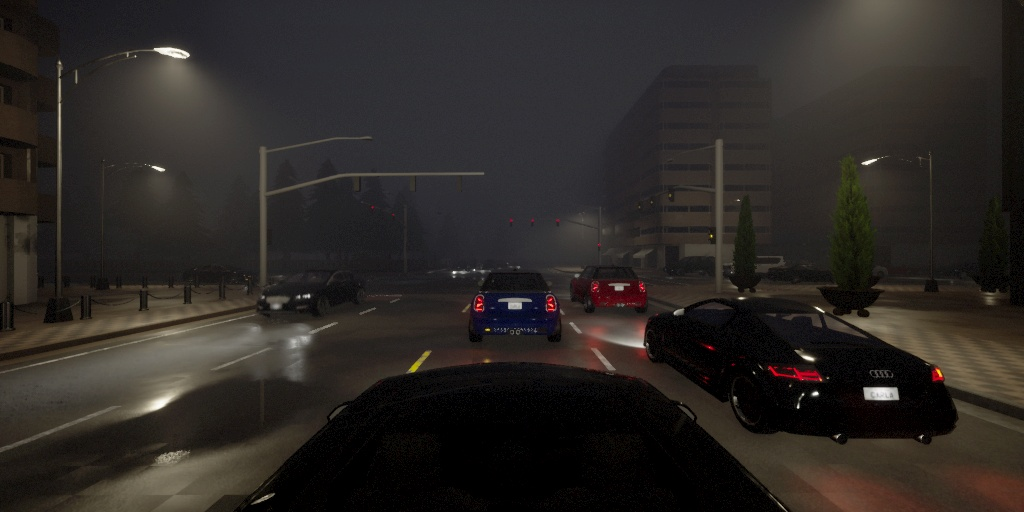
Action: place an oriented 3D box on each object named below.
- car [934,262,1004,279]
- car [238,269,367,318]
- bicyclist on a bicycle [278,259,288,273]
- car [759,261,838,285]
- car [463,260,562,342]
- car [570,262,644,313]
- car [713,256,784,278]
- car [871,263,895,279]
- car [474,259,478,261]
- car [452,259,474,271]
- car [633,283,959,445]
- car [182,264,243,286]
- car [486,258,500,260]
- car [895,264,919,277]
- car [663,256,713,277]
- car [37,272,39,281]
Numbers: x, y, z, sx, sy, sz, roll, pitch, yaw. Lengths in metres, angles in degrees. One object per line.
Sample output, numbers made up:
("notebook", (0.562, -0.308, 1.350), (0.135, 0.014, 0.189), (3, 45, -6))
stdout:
("car", (42.130, 1.283, 33.091), (5.008, 1.535, 1.882), (0, 0, 0))
("car", (-7.026, 1.241, 13.154), (2.128, 1.511, 4.902), (0, 0, 0))
("bicyclist on a bicycle", (-25.611, 1.106, 40.135), (0.582, 1.620, 1.656), (0, 0, 0))
("car", (21.177, 1.297, 25.831), (4.902, 1.511, 2.128), (0, 0, 0))
("car", (0.083, 1.102, 9.923), (2.097, 1.767, 4.553), (0, 0, 0))
("car", (3.606, 1.102, 14.151), (2.097, 1.767, 4.553), (0, 0, 0))
("car", (22.169, 1.027, 33.036), (5.566, 2.045, 2.150), (0, 0, 0))
("car", (31.806, 1.331, 33.068), (4.674, 1.442, 1.812), (0, 0, 0))
("car", (-6.246, 1.255, 57.557), (1.837, 1.490, 4.892), (0, 0, 7))
("car", (-6.859, 1.314, 48.668), (1.994, 1.385, 4.181), (0, 0, 2))
("car", (3.607, 1.314, 5.510), (1.994, 1.385, 4.181), (0, 0, 0))
("car", (-20.652, 1.310, 25.671), (4.892, 1.490, 1.837), (0, 0, 0))
("car", (-3.218, 1.255, 52.332), (1.837, 1.490, 4.892), (0, 0, 3))
("car", (38.227, 1.406, 36.588), (4.718, 1.301, 1.895), (0, 0, 0))
("car", (18.422, 1.027, 36.521), (5.566, 2.045, 2.150), (0, 0, 0))
("car", (-37.001, 1.158, 25.614), (4.553, 1.767, 2.097), (0, 0, 0))
